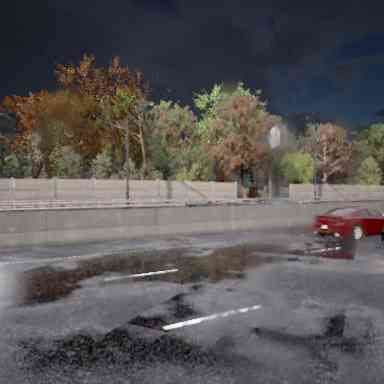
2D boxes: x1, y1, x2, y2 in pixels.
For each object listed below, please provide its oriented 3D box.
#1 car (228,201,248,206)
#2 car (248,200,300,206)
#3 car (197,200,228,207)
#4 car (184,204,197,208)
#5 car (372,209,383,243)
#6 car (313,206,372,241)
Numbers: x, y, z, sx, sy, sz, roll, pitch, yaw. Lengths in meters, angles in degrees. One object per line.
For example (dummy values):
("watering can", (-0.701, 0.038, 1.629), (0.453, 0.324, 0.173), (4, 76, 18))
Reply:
("car", (5.939, 1.522, 31.535), (4.181, 1.385, 1.994), (0, 0, -30))
("car", (7.589, 1.435, 28.447), (5.008, 1.535, 1.882), (0, 0, -30))
("car", (3.269, 1.561, 34.034), (4.718, 1.301, 1.895), (0, 0, -30))
("car", (1.526, 1.562, 37.069), (4.718, 1.301, 1.895), (0, 0, -30))
("car", (9.634, 1.445, 13.218), (5.008, 1.535, 1.882), (0, 0, -30))
("car", (8.182, 1.445, 16.422), (5.008, 1.535, 1.882), (0, 0, -30))
